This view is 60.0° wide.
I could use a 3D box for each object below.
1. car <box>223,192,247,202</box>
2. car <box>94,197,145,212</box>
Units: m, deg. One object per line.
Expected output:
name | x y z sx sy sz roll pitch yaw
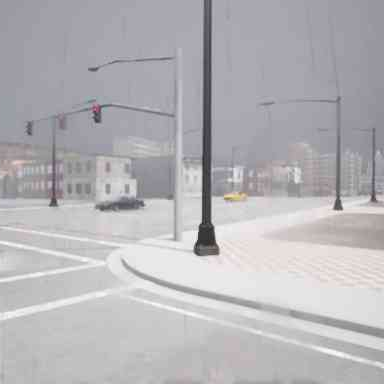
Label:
car | 6.672 0.712 51.210 1.882 1.535 5.008 0 1 37
car | -7.019 1.173 32.923 2.033 1.411 5.357 0 1 37
